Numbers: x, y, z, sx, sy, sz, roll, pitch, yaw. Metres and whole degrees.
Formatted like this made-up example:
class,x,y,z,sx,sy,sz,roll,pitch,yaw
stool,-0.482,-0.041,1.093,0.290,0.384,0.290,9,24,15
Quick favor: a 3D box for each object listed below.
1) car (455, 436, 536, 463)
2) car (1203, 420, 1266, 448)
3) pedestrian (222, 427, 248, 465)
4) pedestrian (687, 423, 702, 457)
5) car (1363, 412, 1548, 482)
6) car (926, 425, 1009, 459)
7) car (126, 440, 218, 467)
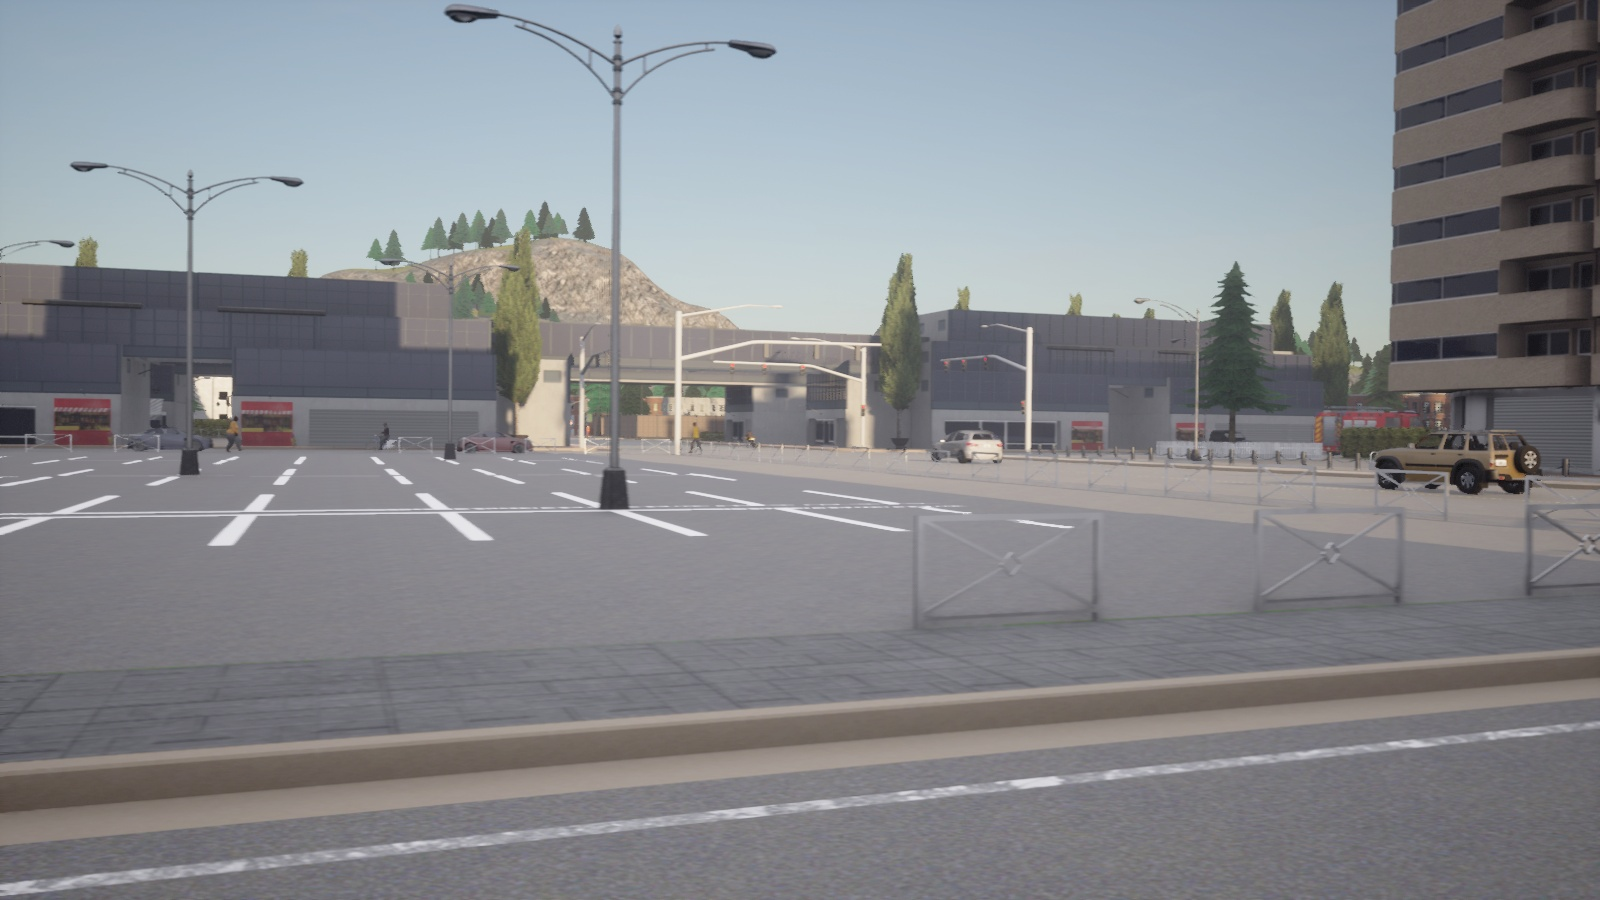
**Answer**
class,x,y,z,sx,sy,sz,roll,pitch,yaw
car,-17.006,-0.039,70.102,4.181,1.385,1.994,-1,1,-20
car,30.421,-1.111,87.922,3.866,1.878,1.905,-1,1,-20
pedestrian,-27.881,-0.196,62.022,0.900,1.855,0.874,-1,1,-5
pedestrian,-5.757,-0.545,68.707,0.709,1.840,0.431,0,1,37
car,18.655,-0.118,35.993,1.932,1.855,4.605,-1,1,-21
car,8.390,-0.423,63.296,2.242,1.667,4.611,-1,1,-20
car,-33.937,0.179,67.961,4.181,1.385,1.994,-1,1,-19
